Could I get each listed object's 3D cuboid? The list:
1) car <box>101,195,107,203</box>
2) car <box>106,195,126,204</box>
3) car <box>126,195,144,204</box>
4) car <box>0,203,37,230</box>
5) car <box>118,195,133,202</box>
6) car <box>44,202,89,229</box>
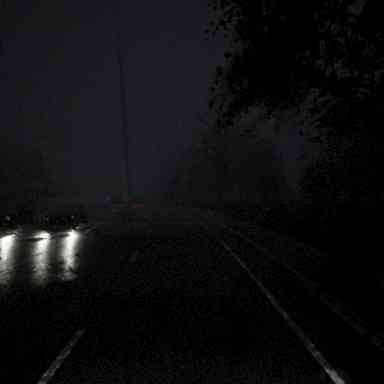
[{"bbox_3d":[-17.877,1.412,70.376,2.033,1.411,5.357,0,0,-26],"label":"car"},{"bbox_3d":[-13.864,1.438,60.966,2.128,1.511,4.902,0,0,-22],"label":"car"},{"bbox_3d":[-10.203,1.437,61.195,2.128,1.511,4.902,0,0,-22],"label":"car"},{"bbox_3d":[-11.645,1.475,21.396,1.882,1.535,5.008,0,0,-6],"label":"car"},{"bbox_3d":[-14.205,1.389,70.798,1.994,1.385,4.181,0,0,-26],"label":"car"},{"bbox_3d":[-8.187,1.468,21.994,1.882,1.535,5.008,0,0,-6],"label":"car"}]
